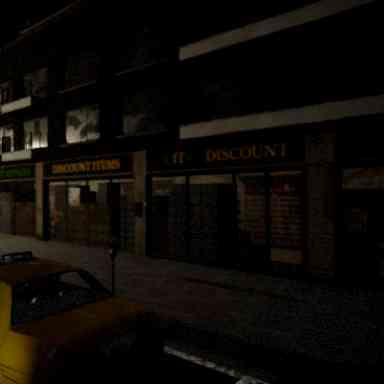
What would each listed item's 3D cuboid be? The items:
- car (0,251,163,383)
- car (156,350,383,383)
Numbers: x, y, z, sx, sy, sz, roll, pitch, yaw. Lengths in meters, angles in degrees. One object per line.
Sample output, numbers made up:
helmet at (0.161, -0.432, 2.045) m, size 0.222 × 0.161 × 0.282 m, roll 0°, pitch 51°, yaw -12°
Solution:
car at (-2.622, 1.523, 4.726) m, size 4.829 × 1.417 × 1.752 m, roll 0°, pitch -1°, yaw 36°
car at (2.135, 1.566, 1.332) m, size 4.313 × 1.339 × 1.947 m, roll 0°, pitch -1°, yaw 36°
